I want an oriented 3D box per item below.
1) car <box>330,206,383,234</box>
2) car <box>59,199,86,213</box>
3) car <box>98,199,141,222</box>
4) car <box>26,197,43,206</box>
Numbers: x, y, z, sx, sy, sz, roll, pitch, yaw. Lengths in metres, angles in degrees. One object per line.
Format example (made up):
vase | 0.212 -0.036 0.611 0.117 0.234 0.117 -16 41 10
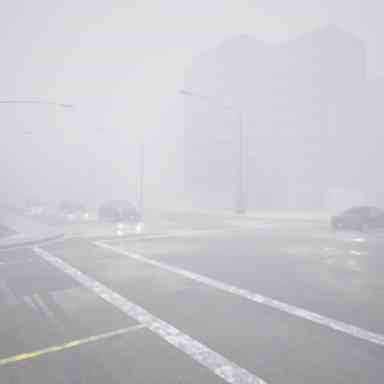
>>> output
car | 10.478 1.611 20.534 5.008 1.535 1.882 0 0 -38
car | -13.401 1.526 37.245 1.882 1.535 5.008 0 0 -36
car | -5.918 1.400 27.077 2.097 1.767 4.553 0 0 -36
car | -25.682 1.541 54.075 2.128 1.511 4.902 0 0 -36
